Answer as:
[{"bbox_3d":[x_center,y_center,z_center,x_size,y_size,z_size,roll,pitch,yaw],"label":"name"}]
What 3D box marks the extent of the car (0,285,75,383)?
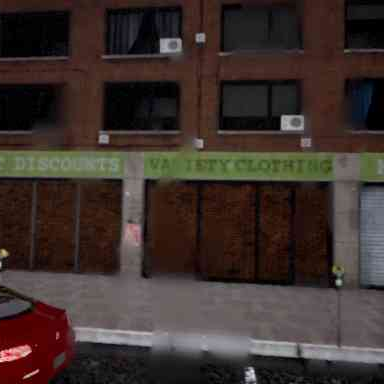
[{"bbox_3d":[-3.550,1.677,3.957,4.206,1.307,1.802,2,-3,6],"label":"car"}]
